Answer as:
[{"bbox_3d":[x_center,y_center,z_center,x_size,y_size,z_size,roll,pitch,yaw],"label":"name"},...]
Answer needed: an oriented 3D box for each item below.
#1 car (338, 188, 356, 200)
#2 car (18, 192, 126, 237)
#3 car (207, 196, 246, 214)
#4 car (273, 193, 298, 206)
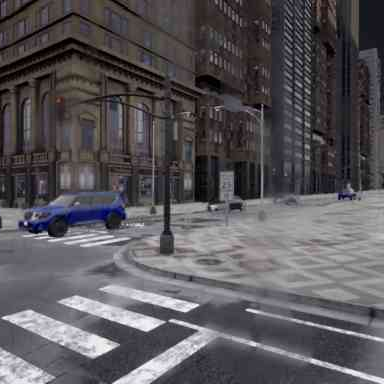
[{"bbox_3d":[27.002,0.359,57.879,2.150,2.045,5.566,0,1,36],"label":"car"},{"bbox_3d":[-5.948,1.043,17.347,2.150,2.045,5.566,0,1,36],"label":"car"},{"bbox_3d":[3.181,1.102,30.096,2.128,1.511,4.902,0,1,35],"label":"car"},{"bbox_3d":[11.863,0.900,42.187,2.128,1.511,4.902,0,1,36],"label":"car"}]
